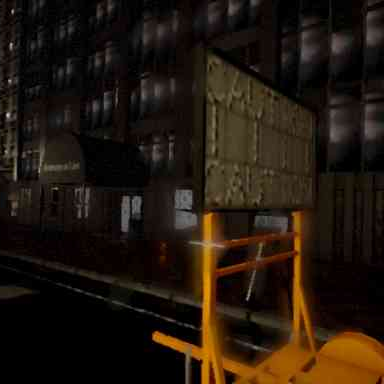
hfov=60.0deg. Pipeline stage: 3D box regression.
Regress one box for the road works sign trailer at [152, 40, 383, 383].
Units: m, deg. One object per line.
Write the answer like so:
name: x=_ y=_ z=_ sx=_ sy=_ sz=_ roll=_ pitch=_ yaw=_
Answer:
road works sign trailer: x=0.615 y=0.603 z=3.547 sx=2.880 sy=3.560 sz=2.380 roll=-1 pitch=-2 yaw=40
